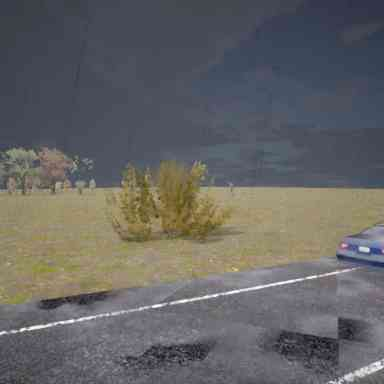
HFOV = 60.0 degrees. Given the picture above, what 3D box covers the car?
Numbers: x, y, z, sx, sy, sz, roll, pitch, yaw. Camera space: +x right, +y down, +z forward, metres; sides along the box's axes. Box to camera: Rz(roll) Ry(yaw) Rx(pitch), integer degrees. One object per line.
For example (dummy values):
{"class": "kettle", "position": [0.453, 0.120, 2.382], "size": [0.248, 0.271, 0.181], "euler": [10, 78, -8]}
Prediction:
{"class": "car", "position": [6.682, 1.549, 10.030], "size": [5.357, 1.411, 2.033], "euler": [0, 0, -31]}
